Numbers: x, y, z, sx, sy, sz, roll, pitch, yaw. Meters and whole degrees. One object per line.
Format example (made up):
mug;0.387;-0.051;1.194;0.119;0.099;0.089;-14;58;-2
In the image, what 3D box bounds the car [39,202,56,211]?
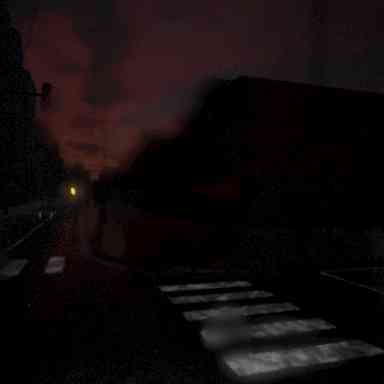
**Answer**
car;-20.832;2.034;47.990;1.895;1.301;4.718;0;0;-19
